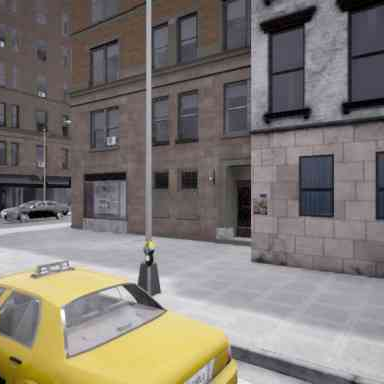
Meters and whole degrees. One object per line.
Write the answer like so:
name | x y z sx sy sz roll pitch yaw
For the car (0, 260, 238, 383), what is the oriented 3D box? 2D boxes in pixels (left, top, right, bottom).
car | -1.853 1.525 4.070 4.829 1.417 1.752 0 0 34

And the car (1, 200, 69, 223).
car | -11.681 1.402 25.026 2.128 1.511 4.902 0 0 32
